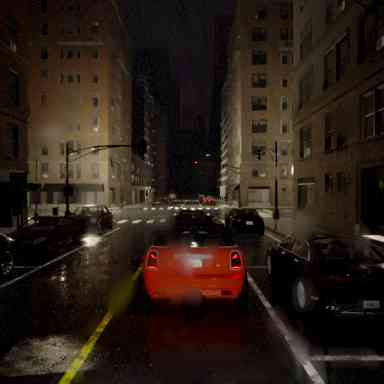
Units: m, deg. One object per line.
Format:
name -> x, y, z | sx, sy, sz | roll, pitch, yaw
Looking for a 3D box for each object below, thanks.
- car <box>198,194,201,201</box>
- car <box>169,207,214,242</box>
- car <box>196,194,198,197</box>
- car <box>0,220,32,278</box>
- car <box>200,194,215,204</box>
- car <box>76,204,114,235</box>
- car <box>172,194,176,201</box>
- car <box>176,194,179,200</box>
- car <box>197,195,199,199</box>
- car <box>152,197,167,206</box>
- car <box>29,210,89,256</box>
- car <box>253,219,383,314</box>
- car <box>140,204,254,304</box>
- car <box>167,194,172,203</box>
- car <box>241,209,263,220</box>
car -> 2.829, 1.600, 66.371 | 2.008, 1.369, 4.403 | 0, 0, 0
car -> -0.016, 1.563, 16.975 | 1.994, 1.385, 4.181 | 0, 0, 0
car -> 2.840, 1.552, 88.007 | 1.967, 1.590, 4.097 | 0, 0, 0
car -> -5.678, 1.565, 7.450 | 1.947, 1.339, 4.313 | 0, 0, 0
car -> 2.822, 1.471, 55.553 | 1.967, 1.590, 4.097 | 0, 0, 0
car -> -5.692, 1.439, 18.453 | 1.967, 1.590, 4.097 | 0, 0, 0
car -> -5.687, 1.618, 82.428 | 1.752, 1.417, 4.829 | 0, 0, 0
car -> -5.682, 1.448, 93.416 | 2.192, 1.841, 5.009 | 0, 0, 0
car -> 2.834, 1.517, 77.189 | 1.967, 1.590, 4.097 | 0, 0, 0
car -> -5.703, 1.613, 55.555 | 1.802, 1.307, 4.206 | 0, 0, 0
car -> -5.685, 1.581, 12.951 | 1.802, 1.307, 4.206 | 0, 0, 0
car -> 2.847, 1.550, 7.460 | 2.008, 1.369, 4.403 | 0, 0, 0
car -> 0.053, 1.351, 8.322 | 2.097, 1.767, 4.553 | 0, 0, 0
car -> -5.696, 1.600, 66.372 | 2.008, 1.369, 4.403 | 0, 0, 0
car -> 2.834, 1.565, 18.463 | 1.947, 1.339, 4.313 | 0, 0, 0
